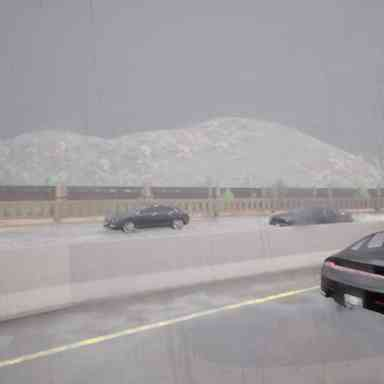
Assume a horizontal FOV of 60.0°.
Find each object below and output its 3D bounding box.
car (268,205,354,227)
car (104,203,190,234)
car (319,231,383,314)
[{"bbox_3d":[7.219,1.488,19.943,5.357,1.411,2.033,0,0,-26],"label":"car"},{"bbox_3d":[-2.454,1.426,18.700,4.892,1.490,1.837,0,0,-30],"label":"car"},{"bbox_3d":[4.607,1.477,6.420,4.902,1.511,2.128,0,0,-31],"label":"car"}]
